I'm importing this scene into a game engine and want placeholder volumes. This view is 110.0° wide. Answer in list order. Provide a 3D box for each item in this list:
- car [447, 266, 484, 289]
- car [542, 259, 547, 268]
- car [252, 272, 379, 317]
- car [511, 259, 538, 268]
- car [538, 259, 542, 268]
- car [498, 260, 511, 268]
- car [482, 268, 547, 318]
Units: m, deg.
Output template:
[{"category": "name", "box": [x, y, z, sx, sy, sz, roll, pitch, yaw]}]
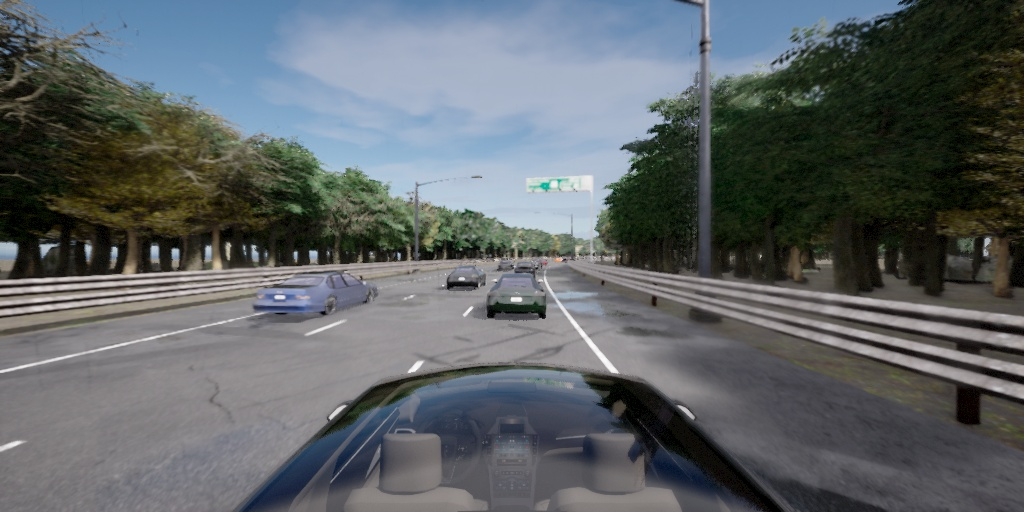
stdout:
[{"category": "car", "box": [-2.809, 1.312, 22.872, 1.994, 1.385, 4.181, 0, 0, 3]}, {"category": "car", "box": [4.239, 1.241, 60.271, 2.128, 1.511, 4.902, 0, 0, 8]}, {"category": "car", "box": [-6.790, 1.279, 13.145, 2.033, 1.411, 5.357, 0, 0, 2]}, {"category": "car", "box": [1.221, 1.262, 32.338, 1.837, 1.490, 4.892, 0, 0, 4]}, {"category": "car", "box": [2.719, 1.354, 48.365, 1.895, 1.301, 4.718, 0, 0, 6]}, {"category": "car", "box": [-0.696, 1.238, 48.585, 2.128, 1.511, 4.902, 0, 0, 7]}, {"category": "car", "box": [0.197, 1.317, 13.138, 1.994, 1.385, 4.181, 0, 0, 2]}]
